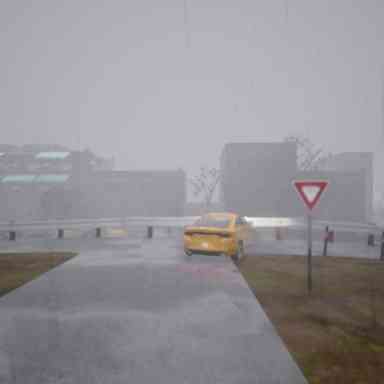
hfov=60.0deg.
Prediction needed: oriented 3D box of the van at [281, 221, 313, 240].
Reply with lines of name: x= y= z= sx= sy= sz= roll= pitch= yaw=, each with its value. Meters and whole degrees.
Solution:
van: x=11.582 y=4.412 z=38.742 sx=1.878 sy=1.987 sz=4.442 roll=0 pitch=0 yaw=-18

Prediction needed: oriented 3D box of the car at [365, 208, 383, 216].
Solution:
car: x=41.443 y=4.409 z=74.450 sx=4.674 sy=1.452 sz=2.002 roll=-1 pitch=0 yaw=-17

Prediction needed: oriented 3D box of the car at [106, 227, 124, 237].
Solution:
car: x=-9.146 y=4.636 z=39.441 sx=1.946 sy=1.575 sz=5.366 roll=0 pitch=0 yaw=-18

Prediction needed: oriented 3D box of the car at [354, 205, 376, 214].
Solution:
car: x=41.828 y=4.203 z=80.447 sx=4.553 sy=1.767 sz=2.185 roll=-1 pitch=1 yaw=-17

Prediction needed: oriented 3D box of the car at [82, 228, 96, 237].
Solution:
car: x=-12.033 y=4.637 z=39.360 sx=2.097 sy=1.535 sz=5.008 roll=0 pitch=0 yaw=-18

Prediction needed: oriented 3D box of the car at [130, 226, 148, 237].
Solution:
car: x=-6.107 y=4.667 z=39.153 sx=2.163 sy=1.488 sz=4.792 roll=0 pitch=0 yaw=-18

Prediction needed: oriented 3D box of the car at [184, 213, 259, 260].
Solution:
car: x=1.271 y=1.558 z=13.192 sx=1.882 sy=1.535 sz=5.008 roll=1 pitch=1 yaw=20

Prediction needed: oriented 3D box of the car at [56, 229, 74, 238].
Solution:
car: x=-15.060 y=4.635 z=39.624 sx=1.946 sy=1.575 sz=5.366 roll=0 pitch=0 yaw=-18

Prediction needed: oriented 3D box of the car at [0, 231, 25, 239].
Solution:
car: x=-20.924 y=4.666 z=39.659 sx=2.163 sy=1.488 sz=4.792 roll=0 pitch=0 yaw=-18

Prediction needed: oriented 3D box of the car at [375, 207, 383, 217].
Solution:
car: x=41.105 y=4.410 z=68.448 sx=5.008 sy=1.535 sz=2.097 roll=-1 pitch=1 yaw=-17

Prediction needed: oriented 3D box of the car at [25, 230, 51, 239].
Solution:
car: x=-17.960 y=4.637 z=39.540 sx=2.097 sy=1.535 sz=5.008 roll=0 pitch=0 yaw=-18

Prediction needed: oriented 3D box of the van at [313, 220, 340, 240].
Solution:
van: x=14.540 y=4.412 z=38.650 sx=1.878 sy=1.987 sz=4.442 roll=0 pitch=0 yaw=-18

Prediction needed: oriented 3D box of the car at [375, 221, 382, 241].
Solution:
car: x=20.510 y=4.384 z=38.333 sx=2.435 sy=2.045 sz=5.566 roll=0 pitch=0 yaw=-18

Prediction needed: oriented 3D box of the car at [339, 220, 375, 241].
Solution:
car: x=17.552 y=4.385 z=38.426 sx=2.435 sy=2.045 sz=5.566 roll=0 pitch=-1 yaw=-18

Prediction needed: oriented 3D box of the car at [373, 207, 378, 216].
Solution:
car: x=41.236 y=4.264 z=71.448 sx=4.553 sy=1.767 sz=2.185 roll=-1 pitch=0 yaw=-17

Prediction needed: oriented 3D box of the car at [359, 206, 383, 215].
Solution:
car: x=41.651 y=4.223 z=77.450 sx=4.553 sy=1.767 sz=2.185 roll=-1 pitch=1 yaw=-17
